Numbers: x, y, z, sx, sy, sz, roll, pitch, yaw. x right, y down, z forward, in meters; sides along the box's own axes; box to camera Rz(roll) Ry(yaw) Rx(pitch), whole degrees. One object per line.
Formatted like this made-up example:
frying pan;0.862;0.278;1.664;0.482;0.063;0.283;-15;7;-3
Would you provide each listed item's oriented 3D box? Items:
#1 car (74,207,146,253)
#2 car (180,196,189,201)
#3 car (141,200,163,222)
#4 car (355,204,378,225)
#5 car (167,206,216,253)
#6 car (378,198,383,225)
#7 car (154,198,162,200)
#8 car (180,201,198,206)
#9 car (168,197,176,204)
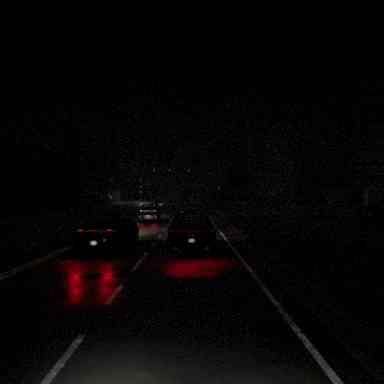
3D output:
car;-3.509;1.627;14.294;2.128;1.511;4.902;0;0;0
car;-2.010;2.050;89.317;2.150;2.045;5.566;0;-1;-2
car;-3.681;1.768;29.338;2.128;1.511;4.902;0;0;-2
car;14.248;1.375;23.670;4.605;1.855;1.932;0;-1;-2
car;-0.007;1.614;14.478;1.882;1.535;5.008;0;0;0
car;14.271;1.351;20.775;3.866;1.878;1.905;0;-1;-2
car;-8.973;2.342;87.856;1.812;1.442;4.674;0;-1;-2
car;-0.099;1.802;29.501;1.812;1.442;4.674;0;0;1
car;-5.507;2.361;89.156;2.033;1.411;5.357;0;-1;-2
